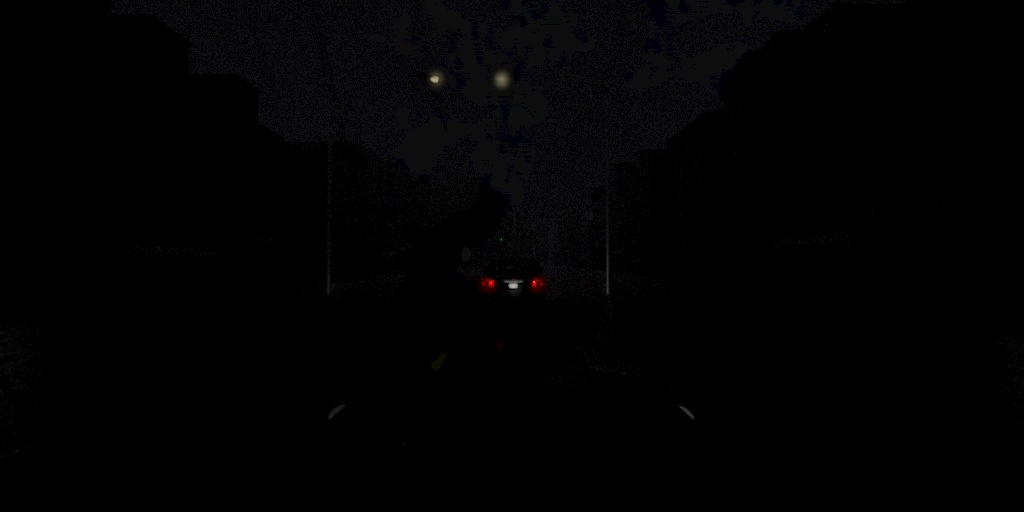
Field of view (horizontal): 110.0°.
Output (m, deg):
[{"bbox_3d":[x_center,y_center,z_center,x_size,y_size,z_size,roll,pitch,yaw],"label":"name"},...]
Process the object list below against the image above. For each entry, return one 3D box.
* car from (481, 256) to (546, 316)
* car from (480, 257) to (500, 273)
[{"bbox_3d":[0.061,1.019,13.839,2.150,2.045,5.566,0,0,0],"label":"car"},{"bbox_3d":[-2.825,1.188,47.446,2.150,2.045,5.566,0,-1,1],"label":"car"}]
